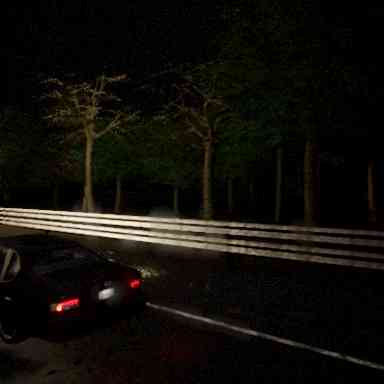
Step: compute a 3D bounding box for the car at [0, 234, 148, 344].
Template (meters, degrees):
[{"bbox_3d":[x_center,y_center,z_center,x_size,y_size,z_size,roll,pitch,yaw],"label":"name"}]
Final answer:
[{"bbox_3d":[-3.286,1.557,6.432,5.357,1.411,2.033,0,0,37],"label":"car"}]
